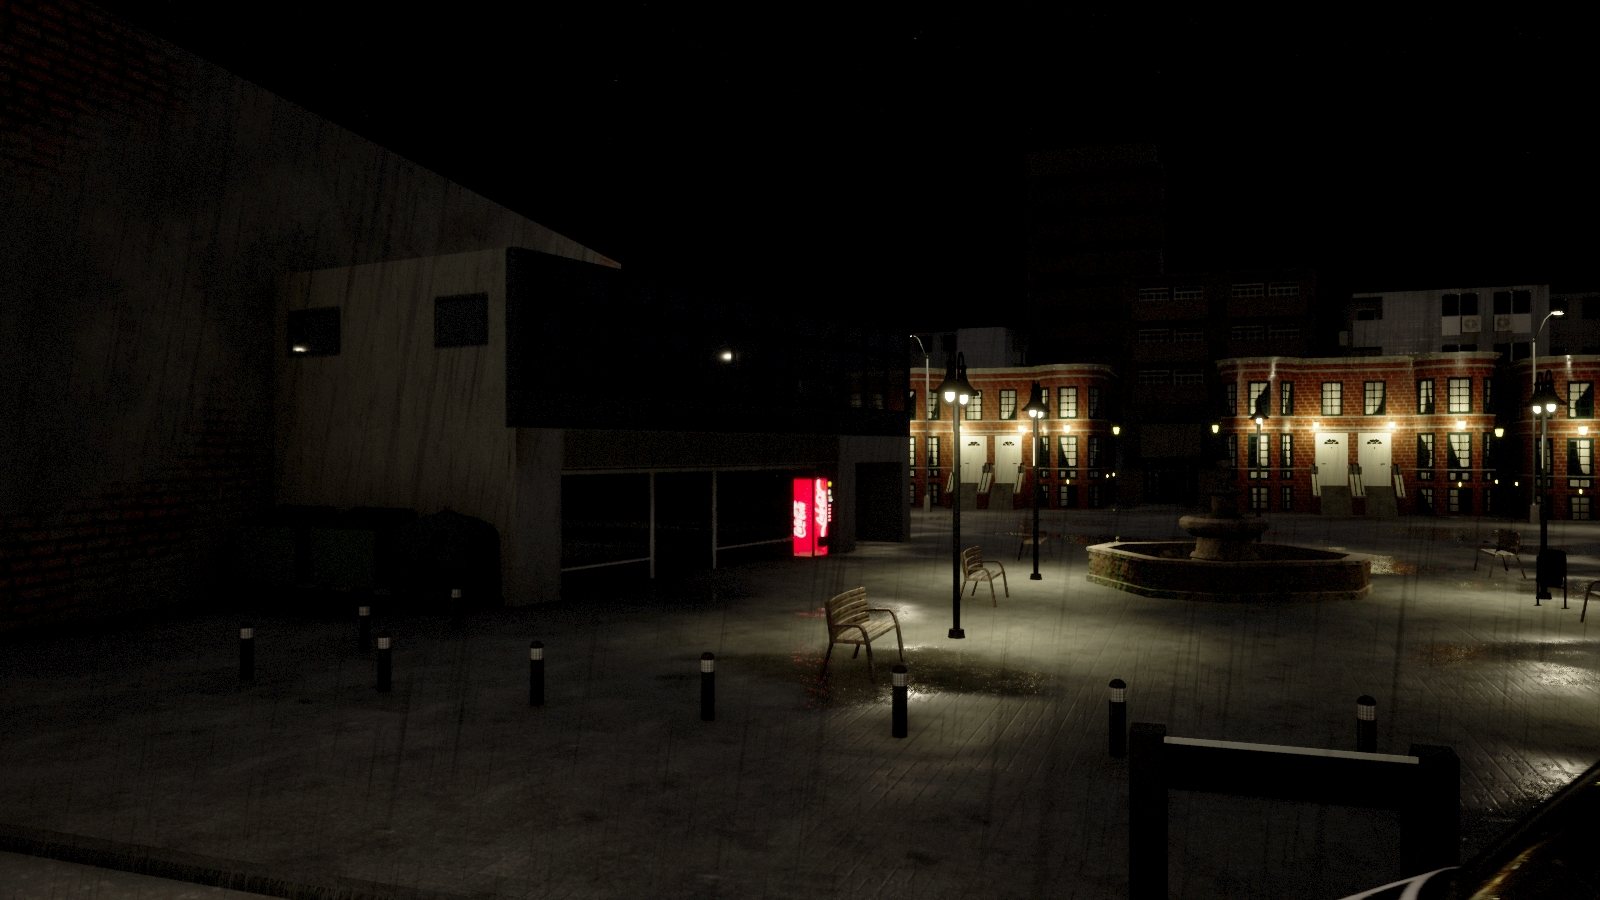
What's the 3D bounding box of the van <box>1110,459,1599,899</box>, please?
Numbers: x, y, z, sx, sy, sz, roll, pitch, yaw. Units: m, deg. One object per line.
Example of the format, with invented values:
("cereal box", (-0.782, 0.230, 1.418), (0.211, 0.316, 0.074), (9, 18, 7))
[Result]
("van", (3.807, 1.314, 2.460), (5.915, 2.561, 1.988), (0, 0, 20))
